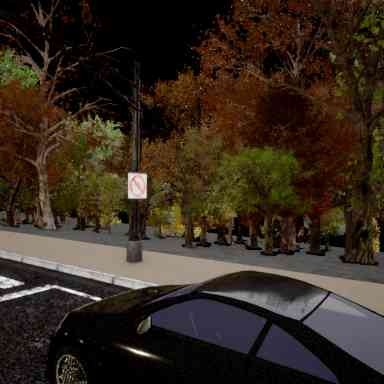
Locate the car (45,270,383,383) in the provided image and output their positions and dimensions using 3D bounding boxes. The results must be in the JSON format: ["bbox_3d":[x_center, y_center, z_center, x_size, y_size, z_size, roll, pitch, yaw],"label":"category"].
[{"bbox_3d":[0.374,1.564,3.420,4.181,1.385,1.994,0,0,36],"label":"car"}]
